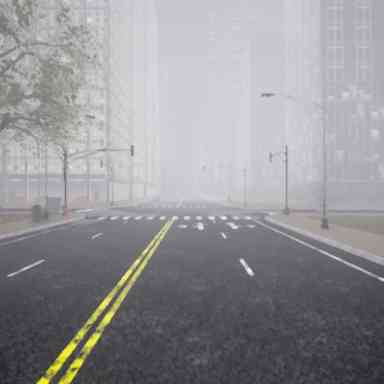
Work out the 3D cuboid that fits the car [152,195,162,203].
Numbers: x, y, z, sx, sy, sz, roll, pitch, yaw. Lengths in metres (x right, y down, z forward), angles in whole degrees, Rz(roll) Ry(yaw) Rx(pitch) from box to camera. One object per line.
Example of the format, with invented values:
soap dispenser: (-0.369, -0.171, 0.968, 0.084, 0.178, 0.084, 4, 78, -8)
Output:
car: (-7.227, 1.385, 68.782, 1.882, 1.535, 5.008, 0, 0, -1)
